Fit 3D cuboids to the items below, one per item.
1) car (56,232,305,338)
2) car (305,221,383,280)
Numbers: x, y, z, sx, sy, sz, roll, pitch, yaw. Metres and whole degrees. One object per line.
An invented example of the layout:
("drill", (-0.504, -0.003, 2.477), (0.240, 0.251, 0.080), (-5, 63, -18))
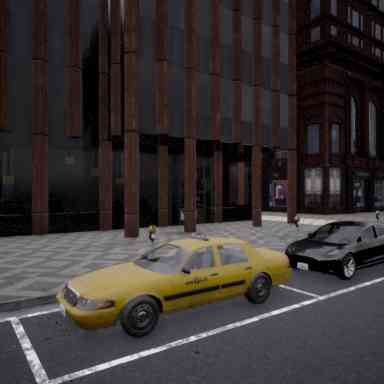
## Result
("car", (-0.060, 1.525, 6.601), (4.829, 1.417, 1.752), (0, 0, -35))
("car", (4.672, 1.567, 9.967), (4.313, 1.339, 1.947), (0, 0, -35))
